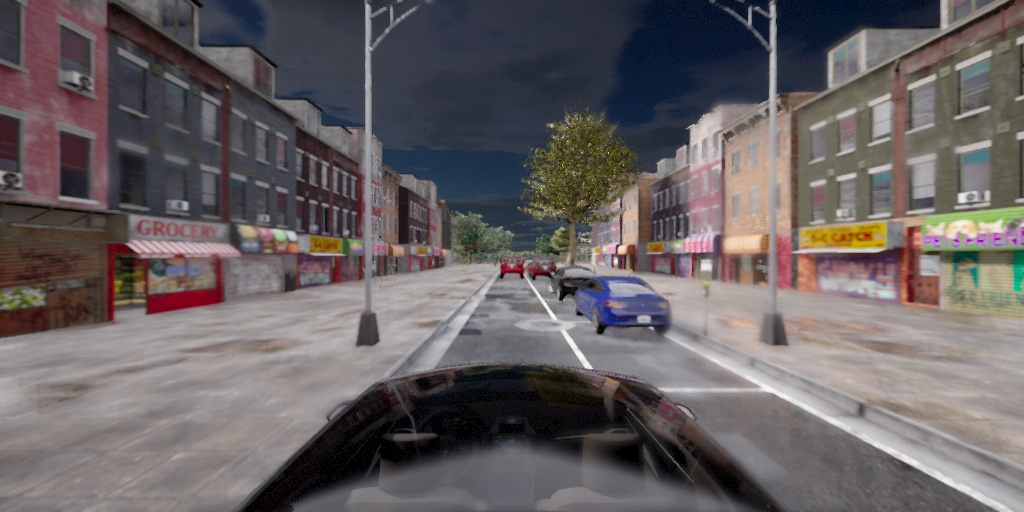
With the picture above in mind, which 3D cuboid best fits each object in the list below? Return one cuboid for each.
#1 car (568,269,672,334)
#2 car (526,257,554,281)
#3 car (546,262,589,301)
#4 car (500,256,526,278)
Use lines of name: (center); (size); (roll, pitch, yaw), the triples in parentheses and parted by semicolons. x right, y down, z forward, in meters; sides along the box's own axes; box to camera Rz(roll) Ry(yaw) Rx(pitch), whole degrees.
car: (3.011, 1.275, 10.478); (1.812, 1.442, 4.674); (0, 0, 0)
car: (2.595, 1.064, 30.382); (2.192, 1.841, 5.009); (0, 0, 0)
car: (2.986, 1.227, 17.491); (1.882, 1.535, 5.008); (0, 0, 0)
car: (0.010, 0.974, 33.700); (2.150, 2.045, 5.566); (0, 0, 0)
